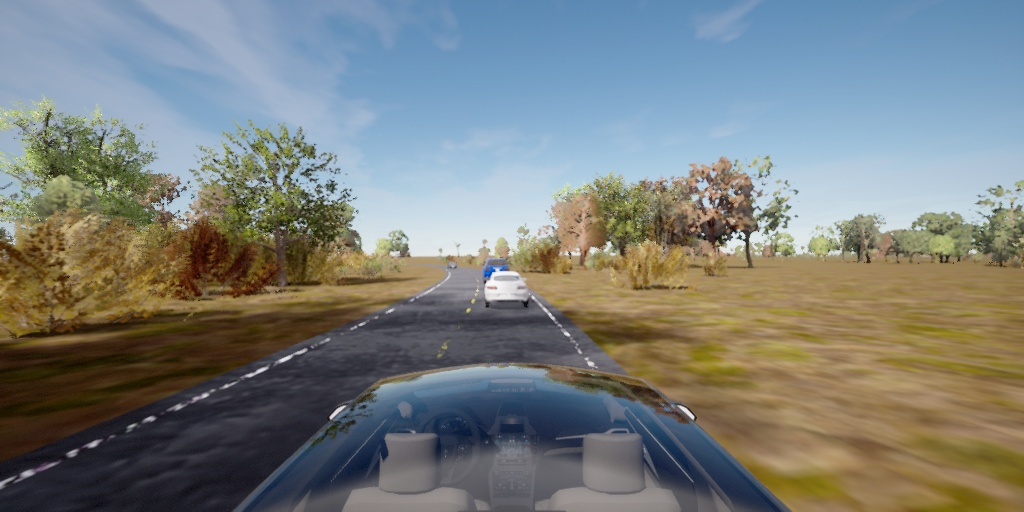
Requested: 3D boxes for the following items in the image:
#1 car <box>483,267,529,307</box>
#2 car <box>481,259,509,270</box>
[{"bbox_3d":[-0.290,1.413,16.305,1.812,1.442,4.674,0,0,-3],"label":"car"},{"bbox_3d":[-1.410,1.241,31.011,2.150,2.045,5.566,0,0,-6],"label":"car"}]
